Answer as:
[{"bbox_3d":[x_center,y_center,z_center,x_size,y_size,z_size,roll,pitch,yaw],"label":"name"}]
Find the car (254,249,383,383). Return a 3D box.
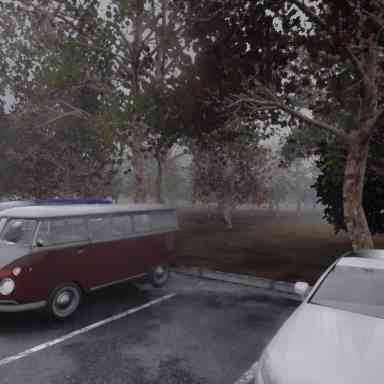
[{"bbox_3d":[2.402,1.520,4.050,2.002,1.452,4.674,0,0,36],"label":"car"}]

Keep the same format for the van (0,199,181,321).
[{"bbox_3d":[-2.194,1.255,7.197,1.878,1.987,4.442,0,0,36],"label":"van"}]
